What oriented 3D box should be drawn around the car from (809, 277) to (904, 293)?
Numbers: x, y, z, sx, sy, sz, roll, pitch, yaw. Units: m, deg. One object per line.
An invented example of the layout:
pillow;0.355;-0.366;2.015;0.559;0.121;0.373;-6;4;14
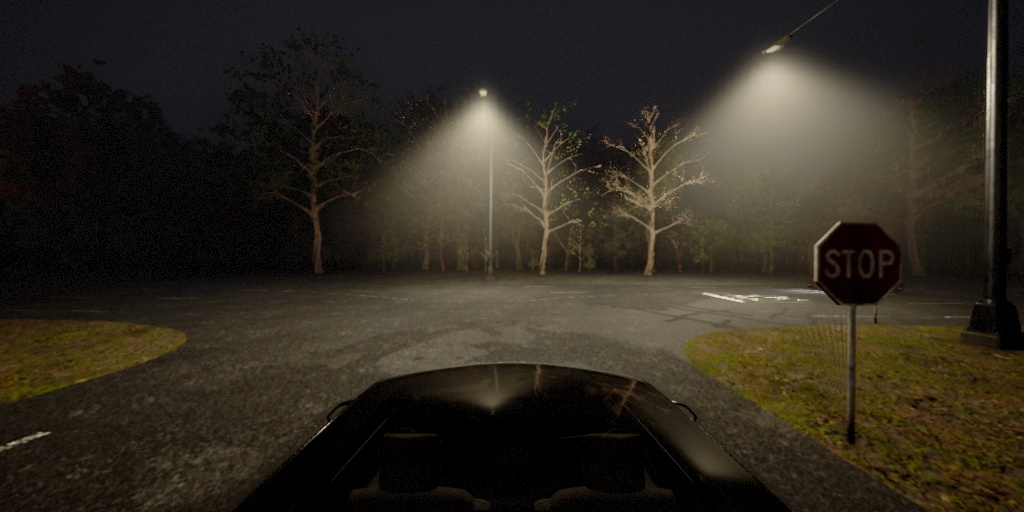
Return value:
car;19.684;1.384;20.607;4.181;1.385;1.994;0;0;0
